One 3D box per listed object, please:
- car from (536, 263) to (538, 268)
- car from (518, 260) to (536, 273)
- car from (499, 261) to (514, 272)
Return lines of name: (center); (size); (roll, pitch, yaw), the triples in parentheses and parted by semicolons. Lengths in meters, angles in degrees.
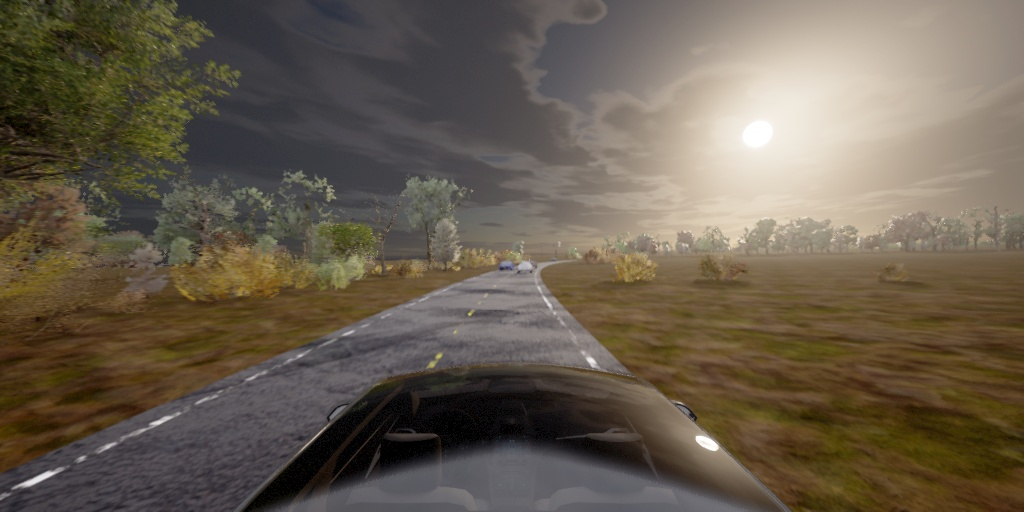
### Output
car: (3.559, 1.472, 63.490); (2.033, 1.411, 5.357); (-1, 0, 8)
car: (1.715, 1.417, 45.836); (1.812, 1.442, 4.674); (-1, -1, 5)
car: (-0.775, 1.455, 53.084); (1.882, 1.535, 5.008); (-1, 0, 6)
